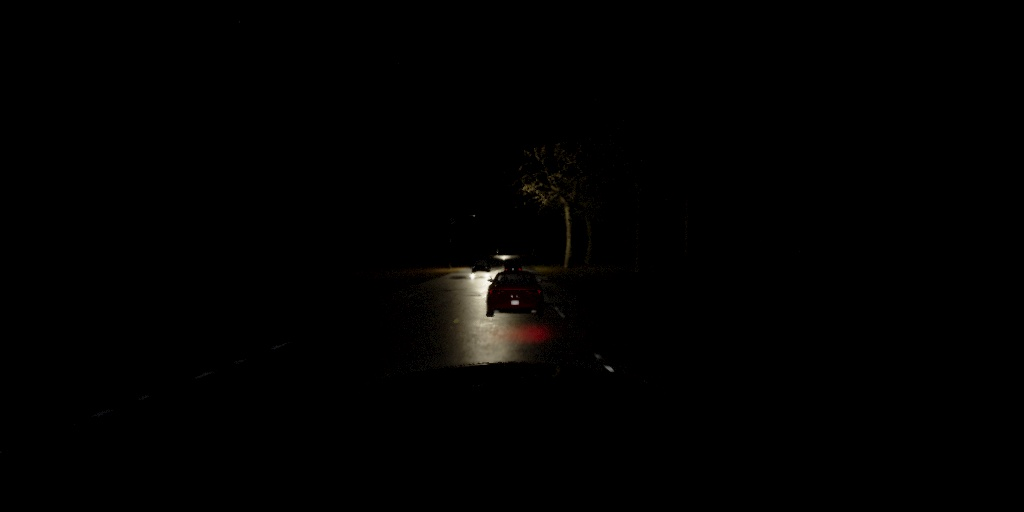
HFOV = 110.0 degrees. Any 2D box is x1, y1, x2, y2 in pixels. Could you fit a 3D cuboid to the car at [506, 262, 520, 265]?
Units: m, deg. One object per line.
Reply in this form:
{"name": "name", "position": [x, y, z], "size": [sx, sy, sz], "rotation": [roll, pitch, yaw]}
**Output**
{"name": "car", "position": [0.091, 1.289, 36.297], "size": [2.033, 1.411, 5.357], "rotation": [0, 1, 0]}

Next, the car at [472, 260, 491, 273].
{"name": "car", "position": [-3.529, 1.169, 41.689], "size": [1.882, 1.535, 5.008], "rotation": [0, 0, 1]}

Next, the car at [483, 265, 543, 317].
{"name": "car", "position": [0.096, 1.294, 13.626], "size": [1.882, 1.535, 5.008], "rotation": [0, 0, 0]}
